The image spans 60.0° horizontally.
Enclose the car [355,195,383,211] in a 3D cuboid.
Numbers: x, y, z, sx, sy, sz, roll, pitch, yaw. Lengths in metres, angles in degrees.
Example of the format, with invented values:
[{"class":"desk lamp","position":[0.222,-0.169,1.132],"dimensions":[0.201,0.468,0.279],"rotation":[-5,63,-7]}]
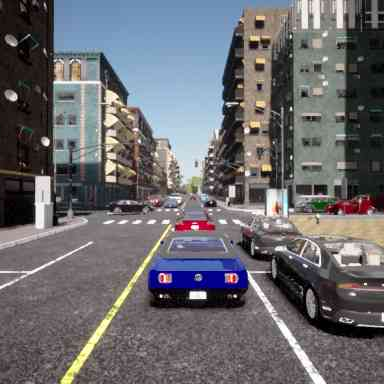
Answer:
[{"class":"car","position":[19.377,1.228,37.431],"dimensions":[5.009,1.841,2.192],"rotation":[0,0,1]}]

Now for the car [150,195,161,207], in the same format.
[{"class":"car","position":[-5.558,1.334,50.748],"dimensions":[2.192,1.841,5.009],"rotation":[1,0,0]}]

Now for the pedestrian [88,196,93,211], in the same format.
[{"class":"pedestrian","position":[-12.435,1.347,40.688],"dimensions":[0.375,1.860,0.375],"rotation":[0,0,1]}]

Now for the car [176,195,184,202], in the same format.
[{"class":"car","position":[-2.817,1.532,79.024],"dimensions":[1.837,1.490,4.892],"rotation":[0,0,0]}]

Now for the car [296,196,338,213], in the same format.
[{"class":"car","position":[13.415,1.272,34.904],"dimensions":[4.553,1.767,2.097],"rotation":[0,-1,1]}]

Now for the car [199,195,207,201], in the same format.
[{"class":"car","position":[2.909,1.581,89.686],"dimensions":[1.887,1.381,4.507],"rotation":[1,0,0]}]

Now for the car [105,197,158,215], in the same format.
[{"class":"car","position":[-6.316,1.546,33.679],"dimensions":[4.902,1.511,2.128],"rotation":[0,-1,-22]}]

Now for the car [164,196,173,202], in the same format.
[{"class":"car","position":[-5.497,1.597,78.603],"dimensions":[1.947,1.339,4.313],"rotation":[1,0,0]}]

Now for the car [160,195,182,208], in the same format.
[{"class":"car","position":[-2.990,1.565,48.672],"dimensions":[2.033,1.411,5.357],"rotation":[0,0,1]}]

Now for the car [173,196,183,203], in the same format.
[{"class":"car","position":[-2.850,1.591,68.615],"dimensions":[1.994,1.385,4.181],"rotation":[0,0,0]}]

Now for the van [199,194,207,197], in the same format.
[{"class":"van","position":[2.885,1.373,78.545],"dimensions":[1.690,1.788,3.998],"rotation":[1,0,0]}]

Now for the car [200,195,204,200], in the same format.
[{"class":"car","position":[2.831,1.603,56.259],"dimensions":[1.802,1.307,4.206],"rotation":[1,0,0]}]

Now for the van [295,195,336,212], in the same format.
[{"class":"van","position":[13.850,1.296,37.483],"dimensions":[3.998,1.788,1.690],"rotation":[0,0,1]}]

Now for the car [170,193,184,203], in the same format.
[{"class":"car","position":[-2.942,1.244,58.673],"dimensions":[2.150,2.045,5.566],"rotation":[0,0,1]}]

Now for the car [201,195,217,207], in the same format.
[{"class":"car","position":[2.818,1.585,50.688],"dimensions":[1.947,1.339,4.313],"rotation":[1,0,0]}]

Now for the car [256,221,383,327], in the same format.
[{"class":"car","position":[2.846,1.553,6.925],"dimensions":[2.008,1.369,4.403],"rotation":[1,0,0]}]

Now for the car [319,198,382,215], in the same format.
[{"class":"car","position":[13.770,1.413,29.101],"dimensions":[4.206,1.307,1.802],"rotation":[0,0,1]}]

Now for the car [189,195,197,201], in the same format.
[{"class":"car","position":[0.208,1.561,90.120],"dimensions":[1.812,1.442,4.674],"rotation":[0,0,0]}]

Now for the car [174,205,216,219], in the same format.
[{"class":"car","position":[0.135,1.569,17.174],"dimensions":[1.994,1.385,4.181],"rotation":[0,0,0]}]

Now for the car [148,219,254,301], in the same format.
[{"class":"car","position":[0.119,1.603,8.311],"dimensions":[1.895,1.301,4.718],"rotation":[0,0,0]}]

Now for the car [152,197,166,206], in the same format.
[{"class":"car","position":[-5.549,1.566,56.319],"dimensions":[1.887,1.381,4.507],"rotation":[1,0,0]}]

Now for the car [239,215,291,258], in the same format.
[{"class":"car","position":[2.859,1.555,12.495],"dimensions":[2.008,1.369,4.403],"rotation":[1,0,0]}]
